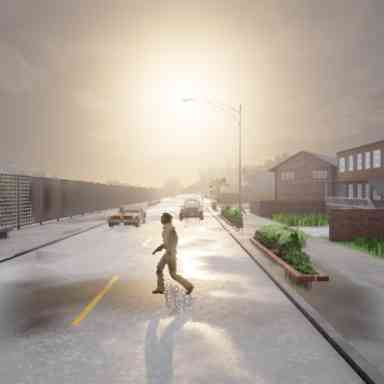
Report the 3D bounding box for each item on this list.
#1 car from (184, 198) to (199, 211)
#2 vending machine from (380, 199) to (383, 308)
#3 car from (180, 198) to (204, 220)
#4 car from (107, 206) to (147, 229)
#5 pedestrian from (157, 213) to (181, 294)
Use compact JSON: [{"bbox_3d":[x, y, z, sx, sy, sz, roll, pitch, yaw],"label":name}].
[{"bbox_3d":[-0.073,1.502,41.695,1.837,1.490,4.892,0,0,0],"label":"car"},{"bbox_3d":[4.281,1.195,6.164,1.100,2.100,0.880,0,0,0],"label":"vending machine"},{"bbox_3d":[-0.009,1.524,27.713,1.812,1.442,4.674,0,0,0],"label":"car"},{"bbox_3d":[-4.171,1.599,21.984,1.895,1.301,4.718,0,0,0],"label":"car"},{"bbox_3d":[-0.495,1.293,7.199,0.375,1.860,0.375,0,0,0],"label":"pedestrian"}]
